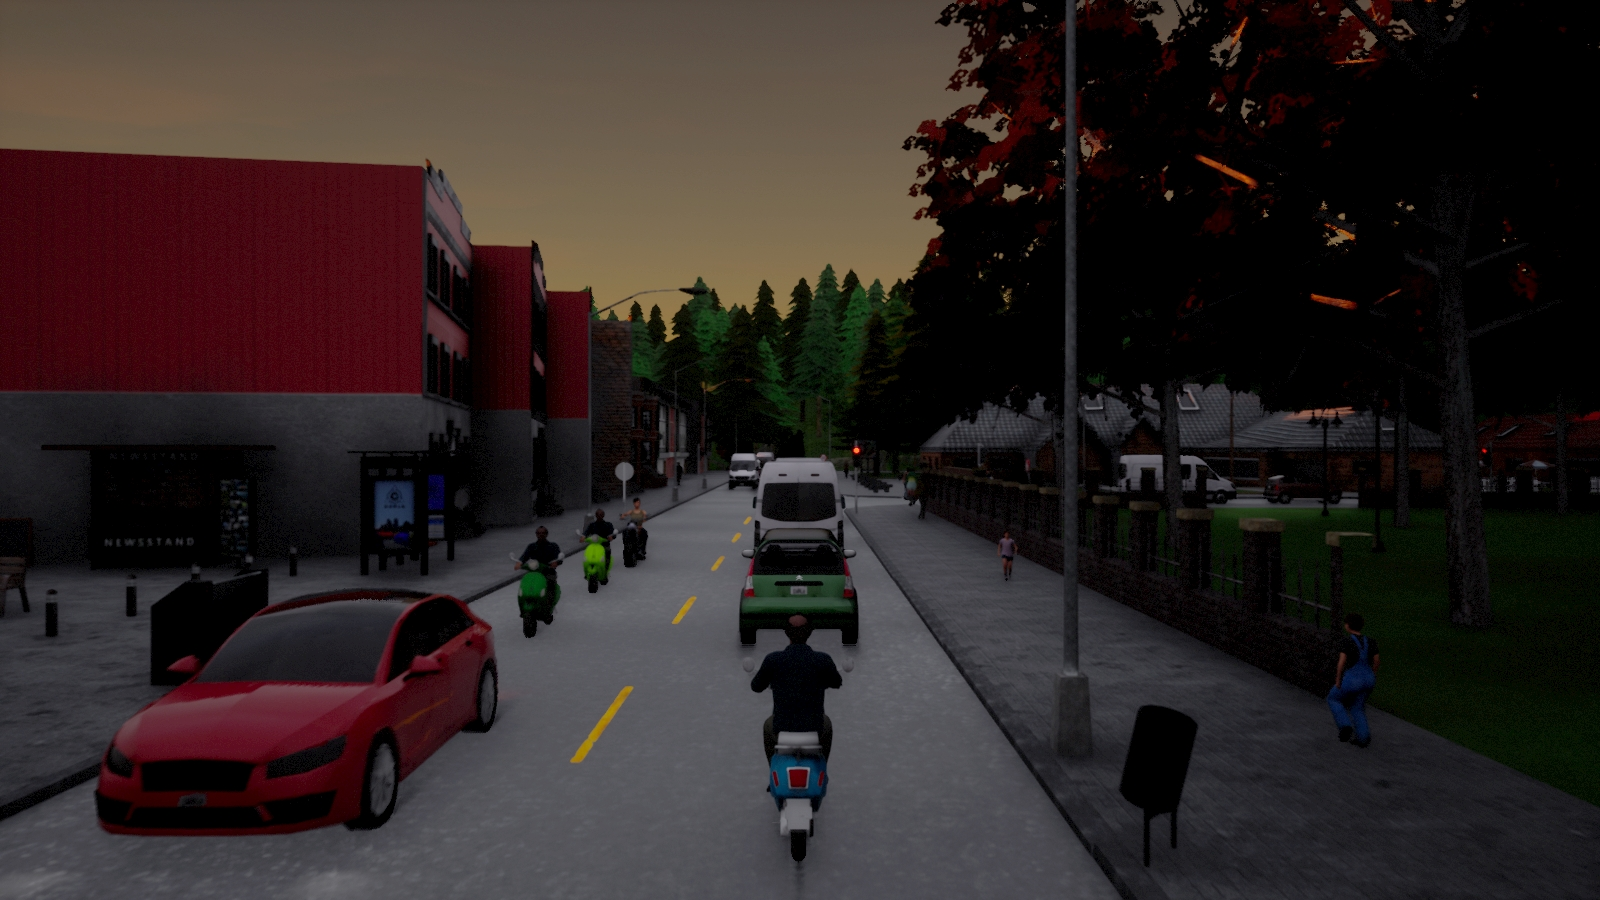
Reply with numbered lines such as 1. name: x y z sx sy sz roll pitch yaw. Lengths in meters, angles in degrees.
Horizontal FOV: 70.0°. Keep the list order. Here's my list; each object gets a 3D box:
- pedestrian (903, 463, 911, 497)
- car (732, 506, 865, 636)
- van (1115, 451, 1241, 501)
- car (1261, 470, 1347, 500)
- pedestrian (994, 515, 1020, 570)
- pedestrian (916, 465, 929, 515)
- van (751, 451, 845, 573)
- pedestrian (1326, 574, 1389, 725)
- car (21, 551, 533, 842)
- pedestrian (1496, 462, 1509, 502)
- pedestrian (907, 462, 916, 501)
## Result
1. pedestrian: 5.894 1.628 62.991 0.375 1.860 0.375 0 0 14
2. car: -0.021 1.779 17.854 1.851 1.617 3.988 0 0 0
3. van: 19.595 1.314 59.402 5.915 2.561 1.988 0 0 1
4. car: 26.132 1.805 59.338 3.705 1.549 1.789 0 0 0
5. pedestrian: 4.265 1.904 23.572 0.500 1.100 0.500 0 0 7
6. pedestrian: 4.671 1.525 43.653 0.375 1.860 0.375 0 0 -14
7. van: -0.040 1.314 27.090 1.988 2.561 5.915 0 0 0
8. pedestrian: 5.074 1.805 10.411 0.375 1.300 0.375 0 0 -5
9. car: -4.020 1.841 9.972 2.231 1.480 4.892 0 0 0
10. pedestrian: 33.372 1.524 54.288 0.375 1.860 0.375 0 0 -2
11. pedestrian: 5.381 1.522 55.001 0.375 1.860 0.375 0 0 16
